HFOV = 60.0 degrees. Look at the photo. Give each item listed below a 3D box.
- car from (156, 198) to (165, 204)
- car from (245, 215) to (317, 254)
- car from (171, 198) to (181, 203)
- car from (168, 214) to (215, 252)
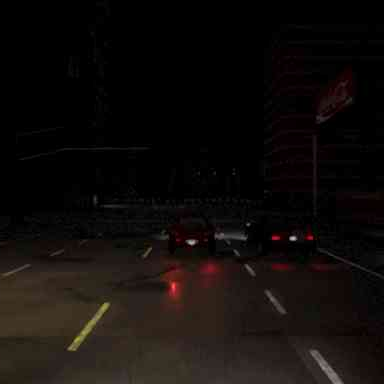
[{"bbox_3d":[-7.030,2.128,74.421,1.837,1.490,4.892,0,-1,0],"label":"car"},{"bbox_3d":[3.495,1.681,14.000,2.033,1.411,5.357,0,-1,0],"label":"car"},{"bbox_3d":[-3.530,1.983,74.454,2.097,1.767,4.553,0,-1,0],"label":"car"},{"bbox_3d":[-0.002,1.663,14.379,1.812,1.442,4.674,0,0,0],"label":"car"}]
